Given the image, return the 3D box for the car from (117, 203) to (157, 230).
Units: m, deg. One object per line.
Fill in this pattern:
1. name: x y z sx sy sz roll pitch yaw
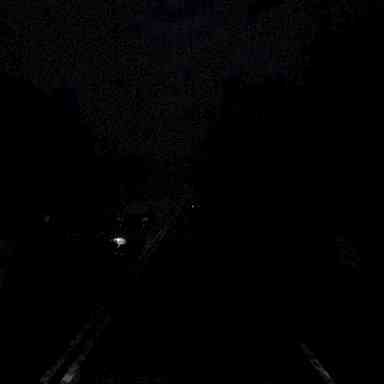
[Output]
1. car: -3.350 1.463 20.939 1.882 1.535 5.008 0 0 0

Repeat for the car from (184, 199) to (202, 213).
1. car: 0.100 1.519 36.606 2.033 1.411 5.357 0 0 0

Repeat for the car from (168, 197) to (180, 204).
1. car: -3.284 1.558 60.870 1.994 1.385 4.181 0 0 1
